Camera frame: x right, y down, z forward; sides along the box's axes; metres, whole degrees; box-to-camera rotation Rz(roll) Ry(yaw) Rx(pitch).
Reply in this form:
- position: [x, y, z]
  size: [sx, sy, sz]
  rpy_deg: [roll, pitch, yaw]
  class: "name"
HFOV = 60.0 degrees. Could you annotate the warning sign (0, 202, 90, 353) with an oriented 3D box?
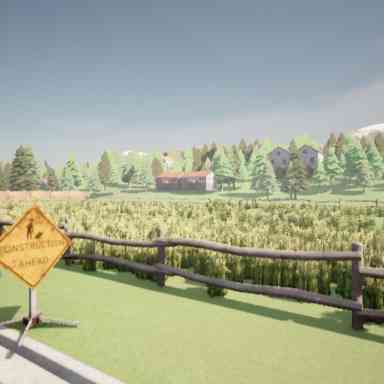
- position: [-2.420, 1.112, 5.043]
  size: [1.060, 1.860, 1.300]
  rpy_deg: [0, 0, 35]
  class: "warning sign"
